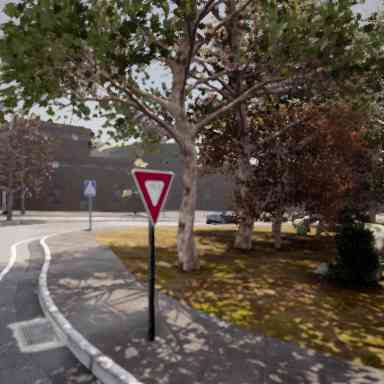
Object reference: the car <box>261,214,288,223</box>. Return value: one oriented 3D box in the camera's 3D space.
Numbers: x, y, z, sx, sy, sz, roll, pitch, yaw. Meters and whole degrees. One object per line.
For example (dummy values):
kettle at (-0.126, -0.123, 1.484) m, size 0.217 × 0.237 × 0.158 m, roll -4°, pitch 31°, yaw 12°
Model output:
car at (11.807, 3.752, 48.040) m, size 2.033 × 1.411 × 5.357 m, roll 0°, pitch -3°, yaw 45°

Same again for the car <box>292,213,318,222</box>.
car at (18.822, 4.192, 55.356) m, size 2.033 × 1.411 × 5.357 m, roll 0°, pitch -2°, yaw 44°

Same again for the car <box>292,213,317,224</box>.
car at (16.292, 3.846, 48.062) m, size 1.882 × 1.535 × 5.008 m, roll 0°, pitch -3°, yaw 44°

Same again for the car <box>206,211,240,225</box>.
car at (3.384, 2.732, 34.591) m, size 1.994 × 1.385 × 4.181 m, roll 0°, pitch -4°, yaw 43°
